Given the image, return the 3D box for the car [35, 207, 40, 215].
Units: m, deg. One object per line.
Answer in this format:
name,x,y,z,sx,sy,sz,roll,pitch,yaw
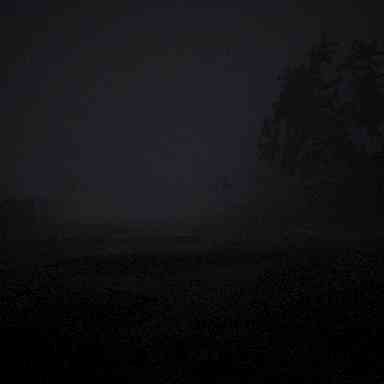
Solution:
car,-26.716,2.884,53.930,5.027,1.636,2.152,0,-2,-9
